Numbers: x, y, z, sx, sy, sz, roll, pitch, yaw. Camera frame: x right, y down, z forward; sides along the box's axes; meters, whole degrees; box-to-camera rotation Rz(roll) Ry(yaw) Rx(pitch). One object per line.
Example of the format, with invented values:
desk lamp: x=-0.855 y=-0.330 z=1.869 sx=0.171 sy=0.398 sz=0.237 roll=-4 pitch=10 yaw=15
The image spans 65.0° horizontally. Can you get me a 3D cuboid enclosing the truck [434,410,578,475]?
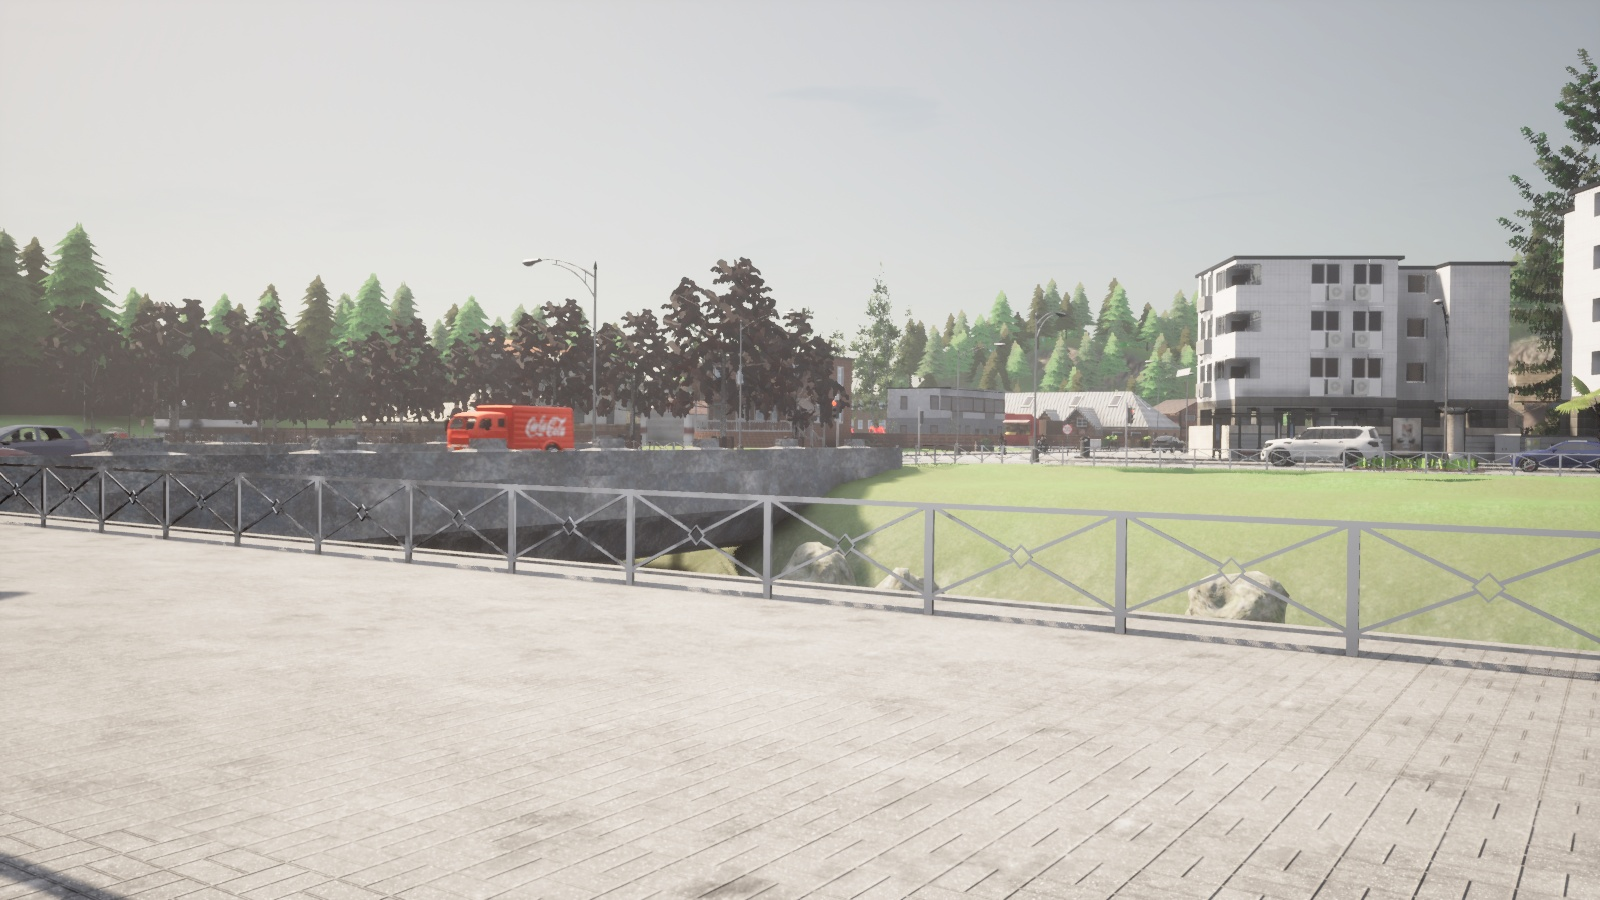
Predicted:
truck: x=-11.722 y=-0.337 z=50.400 sx=2.627 sy=2.467 sz=5.204 roll=0 pitch=1 yaw=34

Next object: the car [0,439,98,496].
car: x=-21.920 y=0.466 z=35.031 sx=1.845 sy=1.501 sz=3.633 roll=0 pitch=1 yaw=34

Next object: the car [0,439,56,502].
car: x=-20.680 y=0.513 z=29.727 sx=2.163 sy=1.488 sz=4.792 roll=0 pitch=1 yaw=34

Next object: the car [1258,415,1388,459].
car: x=25.532 y=-0.618 z=61.345 sx=5.566 sy=2.045 sz=2.150 roll=0 pitch=1 yaw=33

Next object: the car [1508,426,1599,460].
car: x=34.119 y=-0.311 z=55.644 sx=4.674 sy=1.442 sz=1.812 roll=0 pitch=1 yaw=34
